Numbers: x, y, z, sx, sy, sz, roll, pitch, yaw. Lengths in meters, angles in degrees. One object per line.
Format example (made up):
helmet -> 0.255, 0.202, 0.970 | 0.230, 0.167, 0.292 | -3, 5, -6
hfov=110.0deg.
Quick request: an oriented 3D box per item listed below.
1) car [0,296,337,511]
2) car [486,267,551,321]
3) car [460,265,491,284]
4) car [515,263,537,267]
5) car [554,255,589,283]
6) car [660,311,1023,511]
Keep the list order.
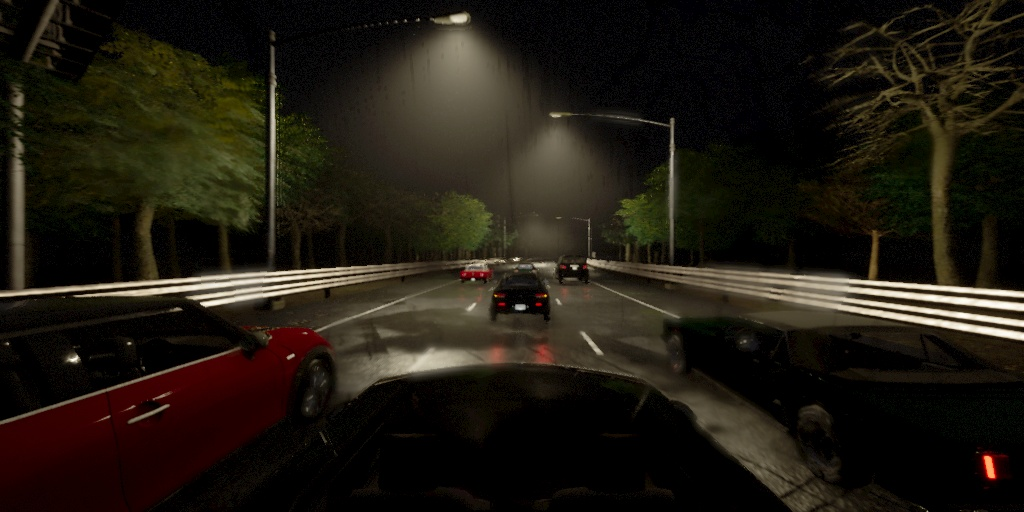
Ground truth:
car -> -3.362, 1.096, 2.890 | 2.097, 1.767, 4.553 | 0, 0, 0
car -> 0.298, 1.265, 12.364 | 1.812, 1.442, 4.674 | 0, 0, 1
car -> -2.534, 1.324, 26.882 | 1.895, 1.301, 4.718 | 0, 0, 4
car -> 1.140, 1.290, 29.152 | 1.994, 1.385, 4.181 | 0, 0, 4
car -> 4.519, 0.952, 27.524 | 2.150, 2.045, 5.566 | 0, 0, 4
car -> 3.643, 1.352, 4.528 | 1.895, 1.301, 4.718 | 0, 0, 1
